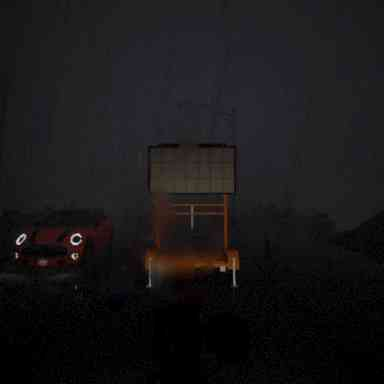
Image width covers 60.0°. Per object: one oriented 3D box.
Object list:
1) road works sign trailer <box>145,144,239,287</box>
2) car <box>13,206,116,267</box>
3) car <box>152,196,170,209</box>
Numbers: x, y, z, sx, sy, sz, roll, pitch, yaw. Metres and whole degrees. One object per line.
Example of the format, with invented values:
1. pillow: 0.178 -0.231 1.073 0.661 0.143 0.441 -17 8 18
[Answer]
1. road works sign trailer: 0.009 0.464 9.270 2.380 3.560 2.880 0 0 0
2. car: -4.090 1.353 11.377 2.097 1.767 4.553 0 0 0
3. car: -4.061 1.351 44.634 2.097 1.767 4.553 0 0 0
